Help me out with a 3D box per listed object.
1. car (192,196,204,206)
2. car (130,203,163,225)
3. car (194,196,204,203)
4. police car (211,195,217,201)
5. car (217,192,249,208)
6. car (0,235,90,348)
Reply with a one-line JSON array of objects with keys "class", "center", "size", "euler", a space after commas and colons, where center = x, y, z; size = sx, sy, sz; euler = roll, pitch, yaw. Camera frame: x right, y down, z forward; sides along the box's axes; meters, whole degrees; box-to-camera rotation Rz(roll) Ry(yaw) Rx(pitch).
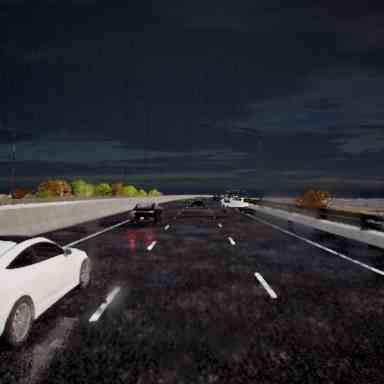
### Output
[{"class": "car", "center": [1.035, 1.635, 55.413], "size": [1.994, 1.385, 4.181], "euler": [0, 0, 2]}, {"class": "car", "center": [-3.211, 1.502, 24.038], "size": [2.128, 1.511, 4.902], "euler": [0, 0, 1]}, {"class": "car", "center": [1.611, 1.658, 73.444], "size": [2.128, 1.511, 4.902], "euler": [0, 0, 2]}, {"class": "police car", "center": [4.633, 1.131, 61.384], "size": [1.930, 1.638, 5.238], "euler": [0, 0, 2]}, {"class": "car", "center": [3.781, 0.860, 30.134], "size": [2.150, 2.045, 5.566], "euler": [0, 0, 1]}, {"class": "car", "center": [-3.378, 1.525, 6.147], "size": [1.812, 1.442, 4.674], "euler": [0, 0, 0]}]
